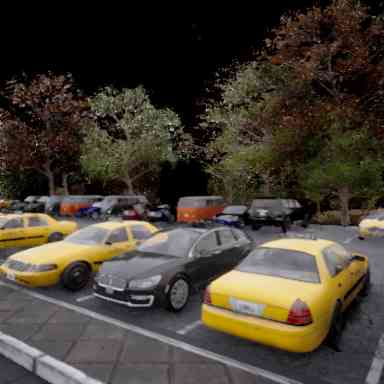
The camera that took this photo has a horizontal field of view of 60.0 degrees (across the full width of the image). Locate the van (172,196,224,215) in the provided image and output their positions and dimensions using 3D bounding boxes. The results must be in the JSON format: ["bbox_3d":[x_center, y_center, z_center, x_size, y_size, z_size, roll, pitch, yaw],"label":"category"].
[{"bbox_3d":[0.891,1.302,23.729,1.878,1.987,4.442,0,0,36],"label":"van"}]

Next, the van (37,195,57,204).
[{"bbox_3d":[-12.566,1.369,33.263,1.878,1.987,4.442,0,0,36],"label":"van"}]

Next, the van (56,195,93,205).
[{"bbox_3d":[-10.190,1.351,31.818,1.878,1.987,4.442,0,0,36],"label":"van"}]

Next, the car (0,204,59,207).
[{"bbox_3d":[-8.956,1.532,14.809,1.946,1.575,5.366,0,0,36],"label":"car"}]

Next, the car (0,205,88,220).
[{"bbox_3d":[-7.032,1.532,12.945,1.946,1.575,5.366,0,0,36],"label":"car"}]

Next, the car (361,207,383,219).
[{"bbox_3d":[9.761,1.548,16.880,1.946,1.575,5.366,0,0,36],"label":"car"}]

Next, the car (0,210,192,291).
[{"bbox_3d":[-2.450,1.543,9.600,1.946,1.575,5.366,0,0,36],"label":"car"}]

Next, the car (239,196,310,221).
[{"bbox_3d":[5.414,1.287,20.319,2.435,2.045,5.566,0,0,36],"label":"car"}]

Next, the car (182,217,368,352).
[{"bbox_3d":[2.254,1.555,6.626,1.946,1.575,5.366,0,0,36],"label":"car"}]

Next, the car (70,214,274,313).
[{"bbox_3d":[-0.095,1.553,8.118,2.231,1.521,4.892,0,0,36],"label":"car"}]

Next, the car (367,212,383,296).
[{"bbox_3d":[4.404,1.313,4.862,2.435,2.045,5.566,0,0,36],"label":"car"}]

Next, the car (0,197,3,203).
[{"bbox_3d":[-21.449,1.665,39.885,2.097,1.535,5.008,0,0,36],"label":"car"}]

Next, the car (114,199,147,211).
[{"bbox_3d":[-3.531,1.562,26.848,2.163,1.488,4.792,0,0,36],"label":"car"}]

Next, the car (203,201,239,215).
[{"bbox_3d":[3.143,1.561,21.906,2.163,1.488,4.792,0,0,36],"label":"car"}]

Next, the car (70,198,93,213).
[{"bbox_3d":[-8.018,1.559,30.094,2.097,1.535,5.008,0,0,36],"label":"car"}]

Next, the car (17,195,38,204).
[{"bbox_3d":[-14.750,1.361,34.967,2.435,2.045,5.566,0,0,36],"label":"car"}]

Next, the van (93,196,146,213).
[{"bbox_3d":[-5.835,1.318,28.361,1.878,1.987,4.442,0,0,36],"label":"van"}]

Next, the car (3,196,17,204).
[{"bbox_3d":[-16.988,1.379,36.600,2.435,2.045,5.566,0,0,36],"label":"car"}]

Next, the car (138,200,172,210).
[{"bbox_3d":[-1.399,1.557,25.292,2.163,1.488,4.792,0,0,36],"label":"car"}]
